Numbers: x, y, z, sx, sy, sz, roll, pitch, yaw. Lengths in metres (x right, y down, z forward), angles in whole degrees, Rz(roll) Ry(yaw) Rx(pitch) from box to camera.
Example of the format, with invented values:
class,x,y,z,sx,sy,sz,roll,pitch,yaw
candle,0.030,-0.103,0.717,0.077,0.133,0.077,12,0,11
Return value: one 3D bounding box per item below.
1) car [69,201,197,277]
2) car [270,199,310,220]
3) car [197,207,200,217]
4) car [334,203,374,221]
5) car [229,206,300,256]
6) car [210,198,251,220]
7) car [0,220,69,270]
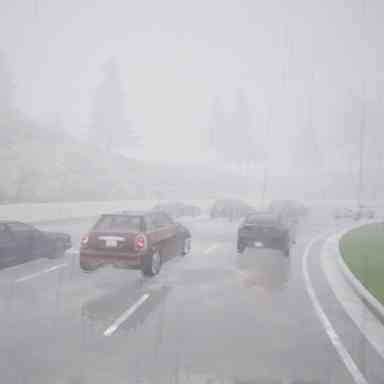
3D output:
class,x,y,z,sx,sy,sz,roll,pitch,yaw
car,-1.516,1.328,10.515,2.097,1.767,4.553,1,0,15
car,7.931,1.388,27.155,2.097,1.767,4.553,1,0,42
car,-1.208,1.453,27.404,2.128,1.511,4.902,0,0,35
car,13.566,1.607,27.825,4.674,1.442,1.812,0,0,-42
car,3.116,1.515,13.419,1.837,1.490,4.892,0,0,21
car,3.410,1.351,27.220,2.097,1.767,4.553,1,0,38
car,-5.585,1.492,9.337,2.033,1.411,5.357,0,0,14
